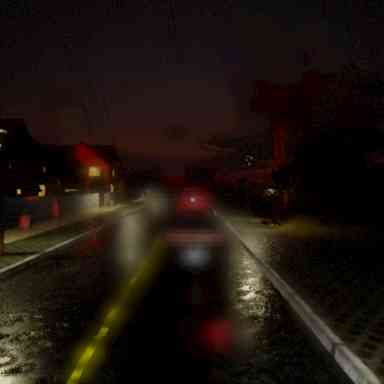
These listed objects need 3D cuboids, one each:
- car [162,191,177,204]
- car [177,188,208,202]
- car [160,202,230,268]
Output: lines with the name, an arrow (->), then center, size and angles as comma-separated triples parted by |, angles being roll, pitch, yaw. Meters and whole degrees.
car -> -2.723, 0.605, 43.357 | 2.097, 1.767, 4.553 | 0, 1, 0
car -> 0.159, 0.723, 27.553 | 2.150, 2.045, 5.566 | 0, 1, 0
car -> 0.101, 1.292, 10.491 | 2.128, 1.511, 4.902 | 0, 1, 0
